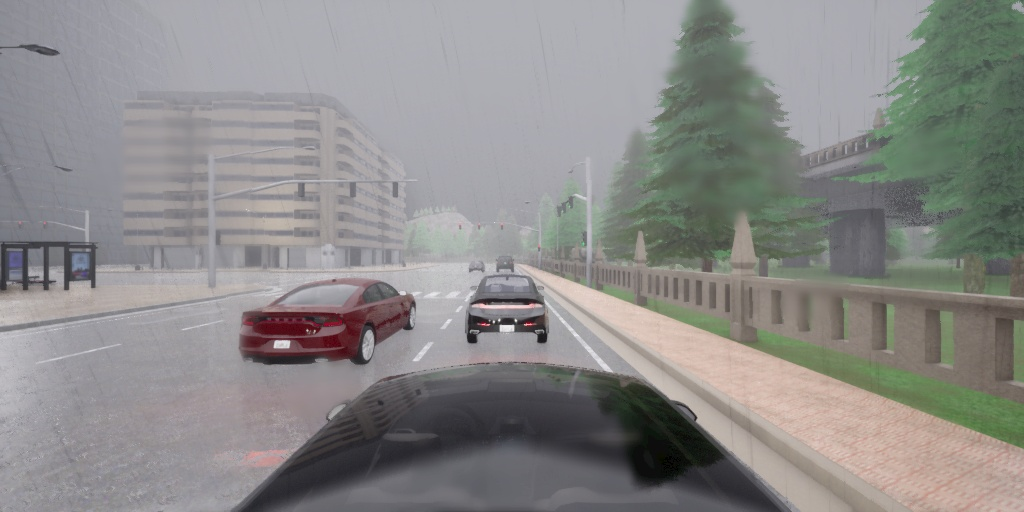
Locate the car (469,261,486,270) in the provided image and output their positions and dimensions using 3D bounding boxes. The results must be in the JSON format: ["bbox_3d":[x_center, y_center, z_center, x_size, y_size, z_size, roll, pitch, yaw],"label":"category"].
[{"bbox_3d":[-4.370,1.297,45.012,2.033,1.411,5.357,0,0,-1],"label":"car"}]

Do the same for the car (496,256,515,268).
[{"bbox_3d":[-0.867,0.971,45.324,2.150,2.045,5.566,0,0,-1],"label":"car"}]

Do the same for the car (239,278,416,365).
[{"bbox_3d":[-3.596,1.228,8.069,1.882,1.535,5.008,0,0,0],"label":"car"}]

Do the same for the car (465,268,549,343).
[{"bbox_3d":[-0.128,1.241,9.631,2.128,1.511,4.902,0,0,-1],"label":"car"}]
